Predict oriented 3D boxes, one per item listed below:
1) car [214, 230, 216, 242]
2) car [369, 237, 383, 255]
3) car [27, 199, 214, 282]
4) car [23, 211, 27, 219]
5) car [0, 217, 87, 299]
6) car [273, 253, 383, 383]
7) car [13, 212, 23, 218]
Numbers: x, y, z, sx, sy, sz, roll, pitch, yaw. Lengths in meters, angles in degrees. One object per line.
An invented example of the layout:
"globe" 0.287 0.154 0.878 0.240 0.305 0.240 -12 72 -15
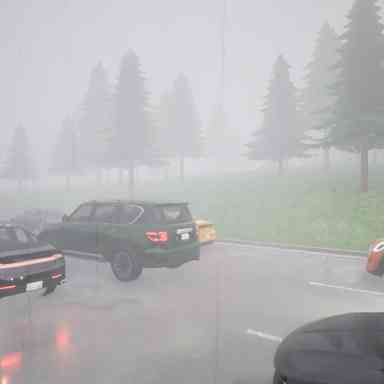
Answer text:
"car" -1.426 1.478 13.629 5.008 1.535 1.882 0 0 36
"car" 6.681 1.352 7.820 4.553 1.767 2.097 0 0 36
"car" -2.357 1.221 9.990 5.566 2.045 2.150 0 0 35
"car" -8.505 1.564 18.701 4.181 1.385 1.994 0 0 36
"car" -4.830 1.492 7.455 4.902 1.511 2.128 0 0 36
"car" 2.944 1.478 1.883 5.008 1.535 1.882 0 0 36
"car" -10.634 1.547 15.921 5.357 1.411 2.033 0 0 35
